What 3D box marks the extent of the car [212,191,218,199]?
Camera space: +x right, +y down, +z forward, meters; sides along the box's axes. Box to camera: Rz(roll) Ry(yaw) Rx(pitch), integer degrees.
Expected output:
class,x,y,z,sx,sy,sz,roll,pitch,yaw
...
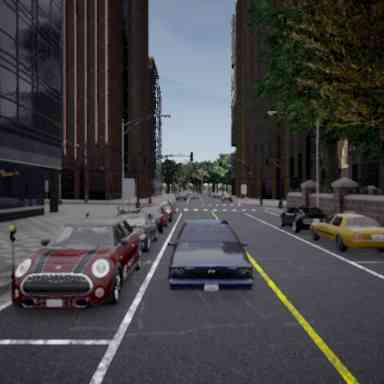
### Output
class,x,y,z,sx,sy,sz,roll,pitch,yaw
car,6.469,1.042,77.824,2.008,1.369,4.403,0,0,0

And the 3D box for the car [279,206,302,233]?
class,x,y,z,sx,sy,sz,roll,pitch,yaw
car,6.203,1.439,18.631,1.947,1.339,4.313,0,0,0

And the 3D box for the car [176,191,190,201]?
class,x,y,z,sx,sy,sz,roll,pitch,yaw
car,-2.105,0.875,66.986,2.192,1.841,5.009,0,0,0

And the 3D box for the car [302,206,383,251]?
class,x,y,z,sx,sy,sz,roll,pitch,yaw
car,6.179,1.434,13.345,1.752,1.417,4.829,0,0,0

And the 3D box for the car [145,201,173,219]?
class,x,y,z,sx,sy,sz,roll,pitch,yaw
car,-2.323,1.418,18.668,1.887,1.381,4.507,0,0,0

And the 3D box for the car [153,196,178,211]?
class,x,y,z,sx,sy,sz,roll,pitch,yaw
car,-2.298,1.277,24.124,1.967,1.590,4.097,0,0,0

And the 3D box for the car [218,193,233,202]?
class,x,y,z,sx,sy,sz,roll,pitch,yaw
car,6.396,1.034,61.511,1.967,1.590,4.097,0,0,0

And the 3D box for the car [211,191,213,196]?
class,x,y,z,sx,sy,sz,roll,pitch,yaw
car,6.494,1.003,83.262,1.887,1.381,4.507,0,0,0

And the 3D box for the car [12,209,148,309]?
class,x,y,z,sx,sy,sz,roll,pitch,yaw
car,-2.372,1.387,7.753,1.967,1.590,4.097,0,0,0

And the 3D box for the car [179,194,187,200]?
class,x,y,z,sx,sy,sz,roll,pitch,yaw
car,-2.056,1.074,77.863,1.802,1.307,4.206,0,0,0

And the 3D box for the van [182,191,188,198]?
class,x,y,z,sx,sy,sz,roll,pitch,yaw
van,-1.983,0.733,94.174,1.690,1.788,3.998,0,0,0

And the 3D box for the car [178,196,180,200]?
class,x,y,z,sx,sy,sz,roll,pitch,yaw
car,-2.274,1.327,29.411,1.752,1.417,4.829,0,0,0

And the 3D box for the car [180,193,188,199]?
class,x,y,z,sx,sy,sz,roll,pitch,yaw
car,-2.032,0.985,83.130,1.752,1.417,4.829,0,0,0

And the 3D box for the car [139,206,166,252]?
class,x,y,z,sx,sy,sz,roll,pitch,yaw
car,-2.347,1.460,13.211,2.008,1.369,4.403,0,0,0

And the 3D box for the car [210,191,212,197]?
class,x,y,z,sx,sy,sz,roll,pitch,yaw
car,6.518,0.970,88.699,1.887,1.381,4.507,0,0,0

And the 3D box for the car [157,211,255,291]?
class,x,y,z,sx,sy,sz,roll,pitch,yaw
car,0.398,1.484,9.223,2.033,1.411,5.357,0,0,0

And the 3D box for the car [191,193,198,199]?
class,x,y,z,sx,sy,sz,roll,pitch,yaw
car,0.753,0.920,88.023,1.837,1.490,4.892,0,0,0

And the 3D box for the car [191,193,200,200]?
class,x,y,z,sx,sy,sz,roll,pitch,yaw
car,0.679,1.070,71.643,2.033,1.411,5.357,0,0,0
